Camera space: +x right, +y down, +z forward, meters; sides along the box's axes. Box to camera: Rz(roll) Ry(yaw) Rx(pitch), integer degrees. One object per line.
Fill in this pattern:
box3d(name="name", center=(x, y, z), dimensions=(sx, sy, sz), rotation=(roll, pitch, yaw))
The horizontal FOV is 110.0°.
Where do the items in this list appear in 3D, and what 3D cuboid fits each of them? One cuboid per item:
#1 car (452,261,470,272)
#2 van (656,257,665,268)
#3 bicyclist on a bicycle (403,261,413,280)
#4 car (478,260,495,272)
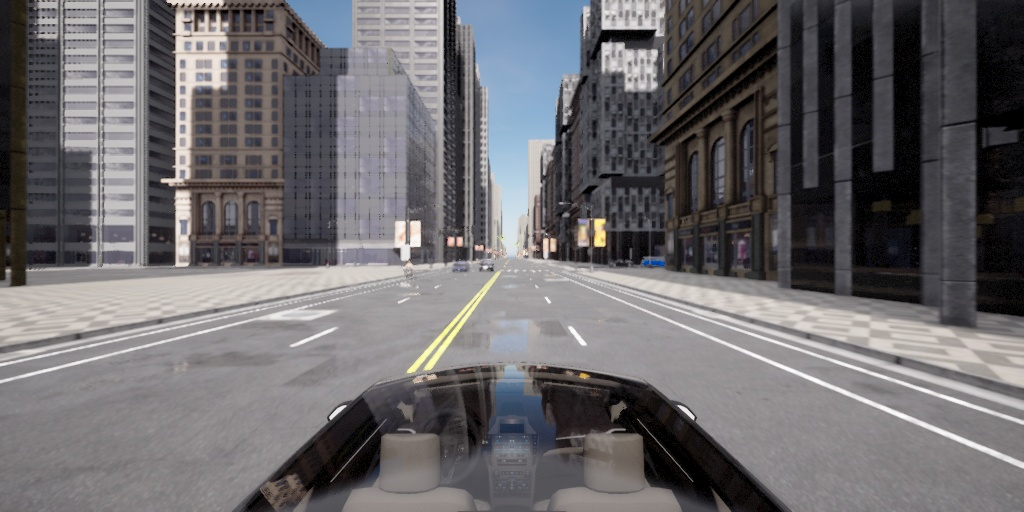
box3d(name="car", center=(-6.498, 1.307, 46.534), dimensions=(2.033, 1.411, 5.357), rotation=(0, 0, 0))
box3d(name="van", center=(24.713, 1.044, 54.571), dimensions=(3.998, 1.789, 1.690), rotation=(0, 0, 0))
box3d(name="bicyclist on a bicycle", center=(-8.751, 1.192, 30.444), dimensions=(0.866, 1.612, 1.509), rotation=(0, 0, 0))
box3d(name="car", center=(-3.250, 1.255, 46.383), dimensions=(2.128, 1.511, 4.902), rotation=(0, 0, 0))
